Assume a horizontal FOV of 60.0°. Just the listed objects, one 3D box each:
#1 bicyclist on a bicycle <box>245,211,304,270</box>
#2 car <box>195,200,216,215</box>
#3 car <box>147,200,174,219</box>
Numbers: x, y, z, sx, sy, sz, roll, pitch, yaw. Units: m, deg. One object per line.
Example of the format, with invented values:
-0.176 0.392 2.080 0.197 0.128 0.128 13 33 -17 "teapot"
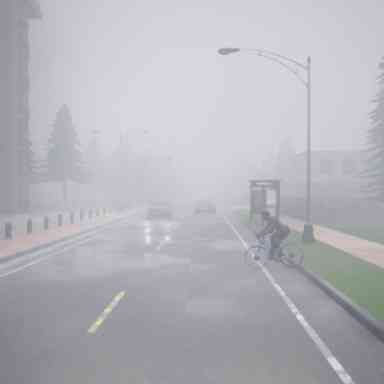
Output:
2.262 1.348 9.295 1.656 1.620 0.582 -3 0 2 "bicyclist on a bicycle"
1.272 1.422 32.179 1.994 1.385 4.181 0 0 2 "car"
-2.511 1.411 27.464 1.837 1.490 4.892 0 0 2 "car"
